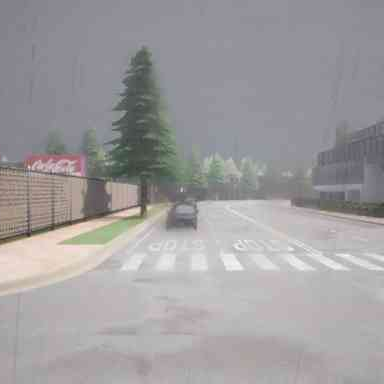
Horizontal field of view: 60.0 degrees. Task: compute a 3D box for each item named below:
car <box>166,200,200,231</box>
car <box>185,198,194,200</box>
[{"bbox_3d":[-0.569,1.498,20.890,1.882,1.535,5.008,0,0,0],"label":"car"},{"bbox_3d":[-0.352,1.563,47.682,1.994,1.385,4.181,0,0,1],"label":"car"}]
